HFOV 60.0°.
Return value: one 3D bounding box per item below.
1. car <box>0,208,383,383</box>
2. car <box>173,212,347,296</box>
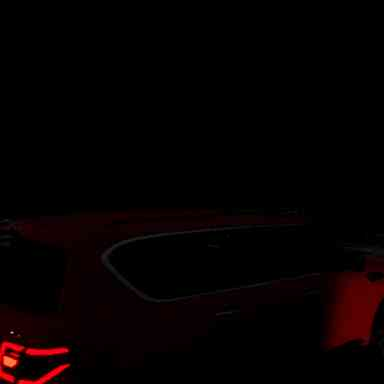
[{"bbox_3d":[0.535,1.223,4.133,5.566,2.045,2.150,0,0,-36],"label":"car"},{"bbox_3d":[2.090,1.491,9.534,4.902,1.511,2.128,0,1,-36],"label":"car"}]
